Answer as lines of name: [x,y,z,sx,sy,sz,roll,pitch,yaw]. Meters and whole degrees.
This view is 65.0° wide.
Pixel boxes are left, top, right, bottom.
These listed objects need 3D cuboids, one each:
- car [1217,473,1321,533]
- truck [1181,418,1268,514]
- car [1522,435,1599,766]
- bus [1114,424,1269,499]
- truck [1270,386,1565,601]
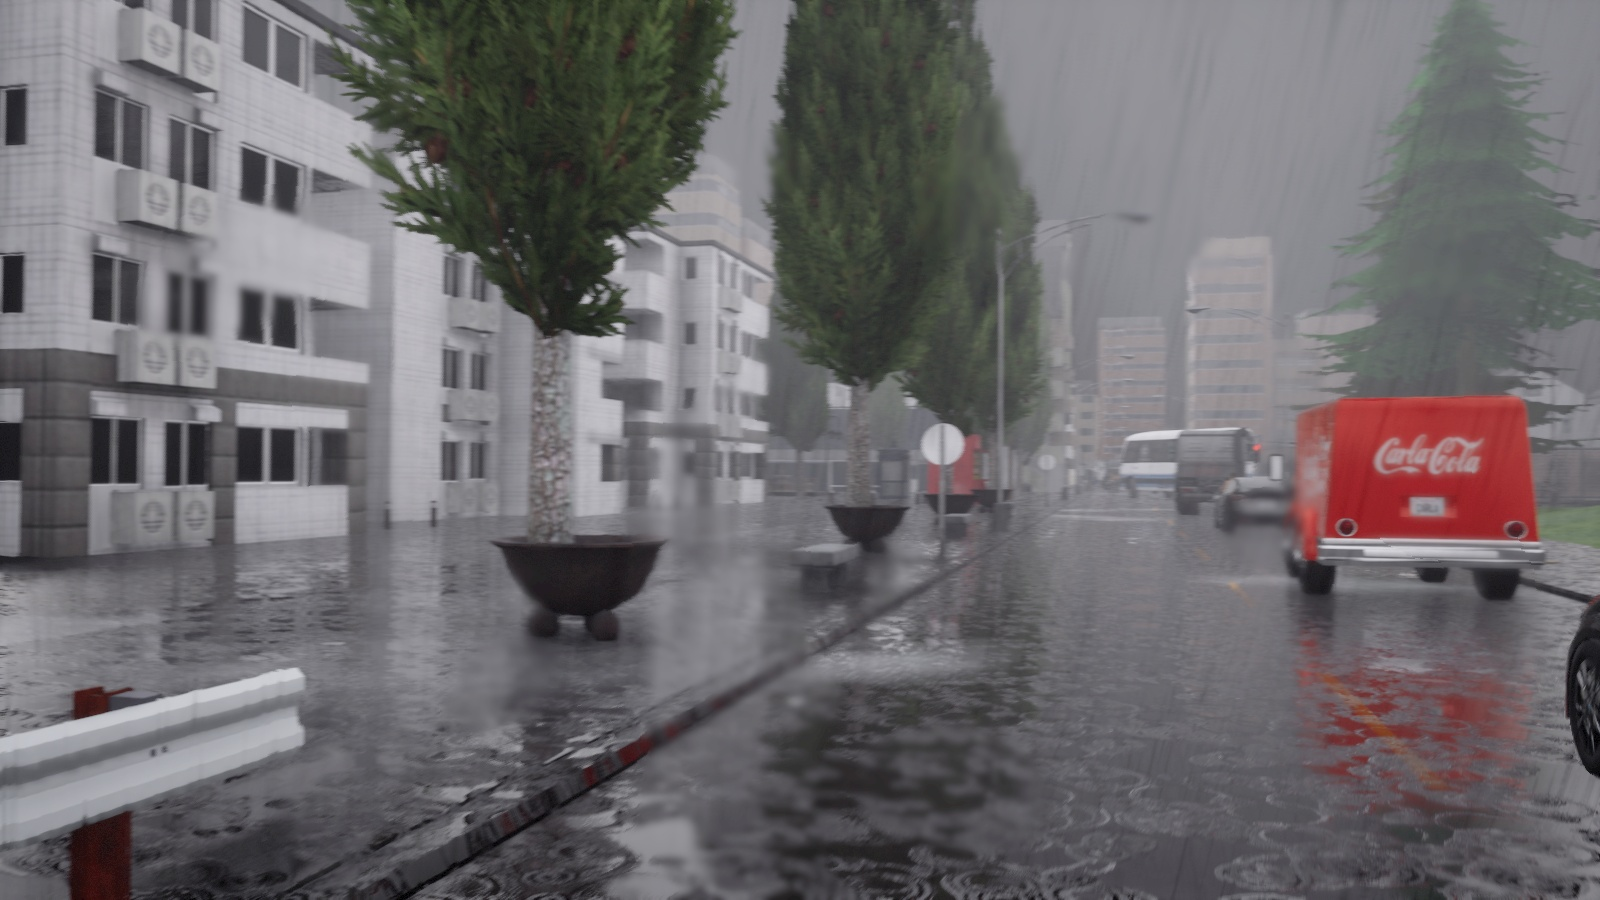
car: [12.527,1.367,33.821,2.163,1.488,4.792,0,-1,15]
truck: [16.724,0.651,49.879,2.891,3.462,7.936,0,-1,16]
car: [4.865,0.734,4.940,2.242,1.667,4.611,0,-1,13]
bus: [23.978,0.716,77.680,3.944,4.253,10.273,-1,-1,-17]
truck: [8.156,0.593,17.274,2.627,2.467,5.204,0,-2,15]
